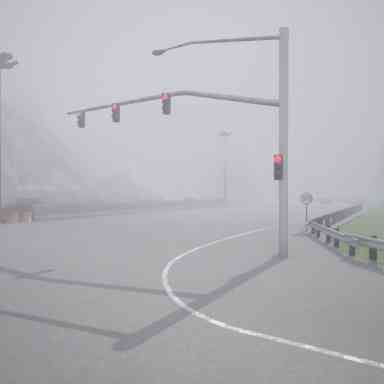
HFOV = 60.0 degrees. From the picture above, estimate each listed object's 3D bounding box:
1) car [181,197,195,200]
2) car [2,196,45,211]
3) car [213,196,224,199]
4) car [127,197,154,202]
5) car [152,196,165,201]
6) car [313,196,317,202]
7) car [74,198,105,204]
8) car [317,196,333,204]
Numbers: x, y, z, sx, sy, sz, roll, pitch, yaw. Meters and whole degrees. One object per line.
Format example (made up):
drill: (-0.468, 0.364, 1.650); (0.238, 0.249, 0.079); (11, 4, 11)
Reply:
car: (-0.574, 1.504, 55.463); (1.994, 1.385, 4.181); (0, 0, 29)
car: (-15.977, 1.289, 30.706); (2.097, 1.767, 4.553); (0, 0, 32)
car: (5.602, 1.541, 69.185); (1.895, 1.301, 4.718); (0, 0, 18)
car: (-7.631, 1.541, 43.843); (1.895, 1.301, 4.718); (0, 0, 32)
car: (-7.128, 1.468, 65.486); (2.033, 1.411, 5.357); (0, 0, 25)
car: (28.111, 1.520, 72.920); (2.033, 1.411, 5.357); (0, 0, 7)
car: (-15.618, 1.519, 50.846); (1.895, 1.301, 4.718); (0, 0, 32)
car: (25.561, 1.549, 63.331); (1.994, 1.385, 4.181); (0, 0, 16)
